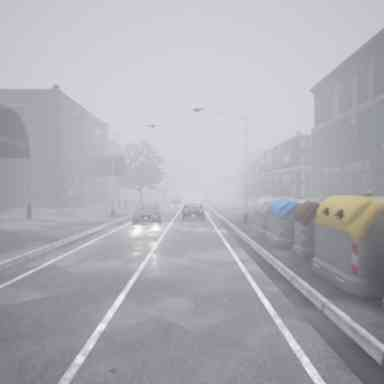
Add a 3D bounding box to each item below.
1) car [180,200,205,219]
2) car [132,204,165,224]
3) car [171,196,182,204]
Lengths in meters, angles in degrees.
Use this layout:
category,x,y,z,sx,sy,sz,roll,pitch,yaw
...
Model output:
category,x,y,z,sx,sy,sz,roll,pitch,yaw
car,0.101,1.617,29.166,1.895,1.301,4.718,0,0,0
car,-3.096,1.563,24.225,1.994,1.385,4.181,0,0,0
car,-3.010,1.616,65.212,1.882,1.535,5.008,0,0,0
